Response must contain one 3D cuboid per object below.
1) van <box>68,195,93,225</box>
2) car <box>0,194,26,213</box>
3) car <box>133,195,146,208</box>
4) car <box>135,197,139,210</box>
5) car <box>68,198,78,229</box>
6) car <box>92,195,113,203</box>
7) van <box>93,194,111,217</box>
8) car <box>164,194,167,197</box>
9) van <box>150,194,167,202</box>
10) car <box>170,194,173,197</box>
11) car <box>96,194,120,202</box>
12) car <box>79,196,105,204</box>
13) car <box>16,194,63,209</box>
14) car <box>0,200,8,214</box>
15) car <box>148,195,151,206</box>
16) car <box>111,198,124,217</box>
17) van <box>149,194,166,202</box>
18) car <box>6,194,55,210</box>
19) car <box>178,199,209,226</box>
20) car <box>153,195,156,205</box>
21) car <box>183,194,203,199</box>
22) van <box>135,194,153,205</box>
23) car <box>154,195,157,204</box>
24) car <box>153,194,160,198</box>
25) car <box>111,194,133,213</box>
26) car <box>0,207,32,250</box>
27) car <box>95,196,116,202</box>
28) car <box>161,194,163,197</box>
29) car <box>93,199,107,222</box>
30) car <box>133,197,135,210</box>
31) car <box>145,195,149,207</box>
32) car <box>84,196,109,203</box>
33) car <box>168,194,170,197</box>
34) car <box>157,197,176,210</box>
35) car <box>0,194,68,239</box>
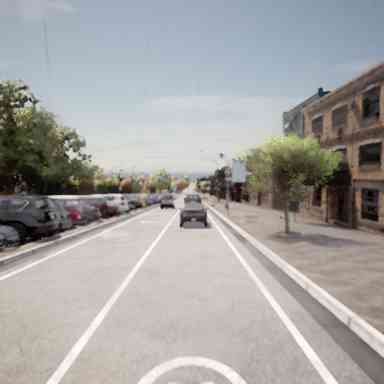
[{"bbox_3d":[-8.724,1.240,20.377,4.442,1.987,1.878,0,0,0],"label":"van"},{"bbox_3d":[-21.907,1.271,37.012,5.566,2.045,2.435,0,0,0],"label":"car"},{"bbox_3d":[-8.856,1.550,42.804,5.008,1.535,2.097,0,0,0],"label":"car"},{"bbox_3d":[-8.826,1.552,37.196,4.792,1.488,2.163,0,0,0],"label":"car"},{"bbox_3d":[-8.808,1.331,17.573,4.553,1.767,2.185,0,0,0],"label":"car"},{"bbox_3d":[-22.012,1.676,81.578,4.553,1.767,2.185,0,0,0],"label":"car"},{"bbox_3d":[-8.960,1.258,25.984,4.442,1.987,1.878,0,0,0],"label":"van"},{"bbox_3d":[-8.865,1.498,73.637,5.566,2.045,2.435,0,0,0],"label":"car"},{"bbox_3d":[-9.028,1.632,90.456,4.442,1.987,1.878,0,0,0],"label":"van"},{"bbox_3d":[-8.886,1.625,93.261,5.566,2.045,2.435,0,0,0],"label":"car"},{"bbox_3d":[-22.016,1.586,87.131,5.566,2.045,2.435,0,0,0],"label":"car"},{"bbox_3d":[-21.978,1.748,73.250,4.892,1.521,2.231,0,0,0],"label":"car"},{"bbox_3d":[-21.918,1.332,48.029,5.566,2.045,2.435,0,0,0],"label":"car"},{"bbox_3d":[-21.961,1.541,34.228,4.792,1.488,2.163,0,0,0],"label":"car"},{"bbox_3d":[-8.896,1.615,48.406,4.792,1.488,2.163,0,0,0],"label":"car"},{"bbox_3d":[-8.841,1.493,28.787,5.008,1.535,2.097,0,0,0],"label":"car"},{"bbox_3d":[-9.025,1.614,87.653,4.442,1.987,1.878,0,0,0],"label":"van"},{"bbox_3d":[-21.914,1.315,45.368,5.566,2.045,2.435,0,0,0],"label":"car"},{"bbox_3d":[0.108,1.515,23.507,1.837,1.490,4.892,0,0,0],"label":"car"},{"bbox_3d":[-8.844,1.651,54.013,4.792,1.488,2.163,0,0,0],"label":"car"},{"bbox_3d":[0.112,1.295,40.714,2.150,2.045,5.566,0,0,0],"label":"car"},{"bbox_3d":[-8.753,1.378,51.212,4.442,1.987,1.878,0,0,0],"label":"van"},{"bbox_3d":[-8.847,1.669,56.816,4.792,1.488,2.163,0,0,0],"label":"car"},{"bbox_3d":[-8.873,1.658,59.620,5.008,1.535,2.097,0,0,0],"label":"car"},{"bbox_3d":[-8.878,1.251,31.592,5.566,2.045,2.435,0,0,0],"label":"car"},{"bbox_3d":[-8.846,1.446,11.967,4.892,1.521,2.231,0,0,0],"label":"car"},{"bbox_3d":[-21.956,1.849,84.354,4.792,1.488,2.163,0,0,0],"label":"car"},{"bbox_3d":[-8.856,1.587,68.030,4.553,1.767,2.185,0,0,0],"label":"car"},{"bbox_3d":[-8.836,1.476,23.181,4.892,1.521,2.231,0,0,0],"label":"car"},{"bbox_3d":[-8.848,1.513,34.398,4.892,1.521,2.231,0,0,0],"label":"car"},{"bbox_3d":[-9.050,1.564,45.603,5.366,1.575,1.946,0,0,0],"label":"car"},{"bbox_3d":[-21.790,1.762,76.027,5.366,1.575,1.946,0,0,0],"label":"car"},{"bbox_3d":[-8.899,1.823,84.848,4.892,1.521,2.231,0,0,0],"label":"car"},{"bbox_3d":[-3.320,1.698,45.466,1.895,1.301,4.718,0,0,0],"label":"car"},{"bbox_3d":[-8.868,1.199,14.772,5.566,2.045,2.435,0,0,0],"label":"car"}]
